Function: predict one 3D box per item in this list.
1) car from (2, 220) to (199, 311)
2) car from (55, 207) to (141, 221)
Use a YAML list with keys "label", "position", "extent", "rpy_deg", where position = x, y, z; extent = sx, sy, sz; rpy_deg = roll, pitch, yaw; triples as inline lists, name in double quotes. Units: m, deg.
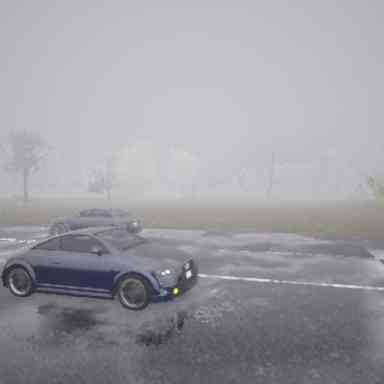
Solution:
- label: "car"
  position: [-1.982, 1.509, 7.394]
  extent: [4.181, 1.385, 1.994]
  rpy_deg: [0, 1, 17]
- label: "car"
  position: [-4.431, 1.391, 15.455]
  extent: [4.181, 1.385, 1.994]
  rpy_deg: [0, 1, 17]
